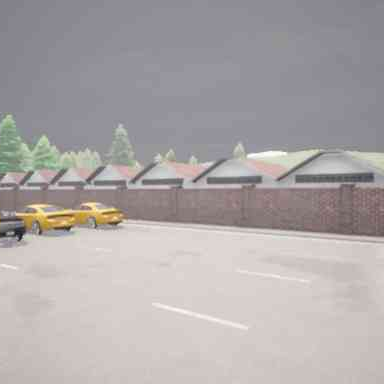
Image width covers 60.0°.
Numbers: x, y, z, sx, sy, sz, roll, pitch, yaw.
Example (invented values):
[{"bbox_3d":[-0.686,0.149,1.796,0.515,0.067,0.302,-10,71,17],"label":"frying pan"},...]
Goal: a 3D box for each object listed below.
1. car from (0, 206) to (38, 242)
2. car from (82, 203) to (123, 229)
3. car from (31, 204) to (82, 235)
[{"bbox_3d":[-9.395,1.473,14.981,4.902,1.511,2.128,0,0,35],"label":"car"},{"bbox_3d":[-6.665,1.456,21.622,5.008,1.535,1.882,0,0,35],"label":"car"},{"bbox_3d":[-8.681,1.457,18.760,5.008,1.535,1.882,0,0,35],"label":"car"}]
